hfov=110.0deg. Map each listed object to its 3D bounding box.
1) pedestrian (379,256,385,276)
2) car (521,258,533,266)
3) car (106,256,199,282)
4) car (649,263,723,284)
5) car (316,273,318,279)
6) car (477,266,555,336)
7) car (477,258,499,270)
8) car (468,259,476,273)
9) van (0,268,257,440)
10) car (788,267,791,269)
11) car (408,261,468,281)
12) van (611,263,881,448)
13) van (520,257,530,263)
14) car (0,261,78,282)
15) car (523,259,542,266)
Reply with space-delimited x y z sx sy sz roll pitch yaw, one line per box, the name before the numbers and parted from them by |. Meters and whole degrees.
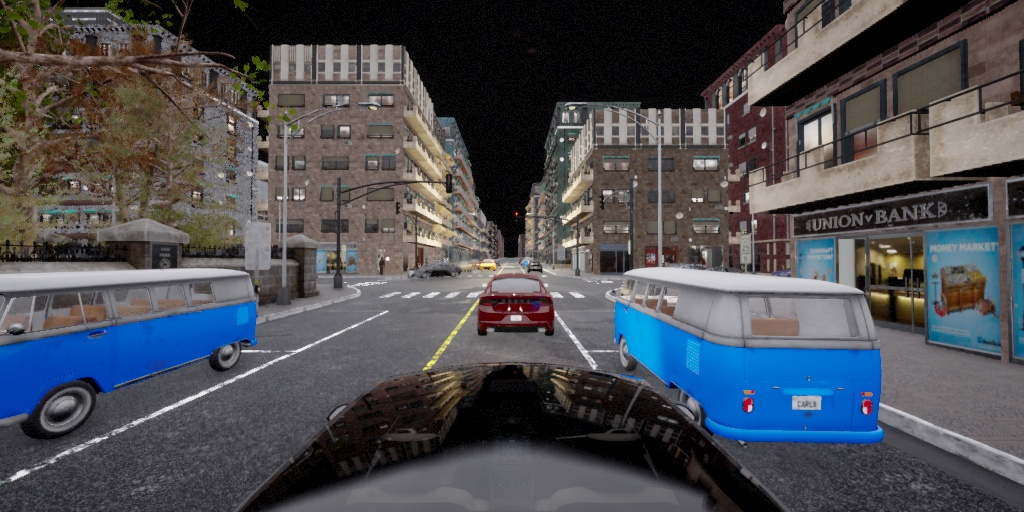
pedestrian | -12.544 0.968 34.481 0.375 1.860 0.375 0 -1 1
car | 2.684 1.317 48.684 2.007 1.370 4.403 0 0 0
car | -25.835 0.949 25.898 4.553 1.767 2.097 0 -1 1
car | 13.792 1.364 28.638 4.902 1.511 2.128 0 -1 1
car | -16.608 1.139 25.787 4.902 1.511 2.128 0 -1 1
car | 0.096 1.230 10.456 1.882 1.535 5.008 0 0 0
car | -3.106 1.244 47.025 1.882 1.535 5.008 0 0 0
car | -5.695 1.290 42.870 1.751 1.417 4.829 0 0 0
van | -5.657 1.092 5.095 1.690 1.789 3.998 0 0 0
car | 23.119 1.451 28.527 4.674 1.442 1.812 0 -1 1
car | -6.579 1.255 31.008 2.128 1.511 4.902 0 0 43
van | 2.658 1.092 5.094 1.690 1.789 3.998 0 0 0
van | 2.683 1.112 59.968 1.690 1.789 3.998 0 0 0
car | -35.362 1.093 26.015 5.357 1.411 2.033 0 -1 1
car | 2.685 1.330 43.041 1.948 1.339 4.313 0 0 0
